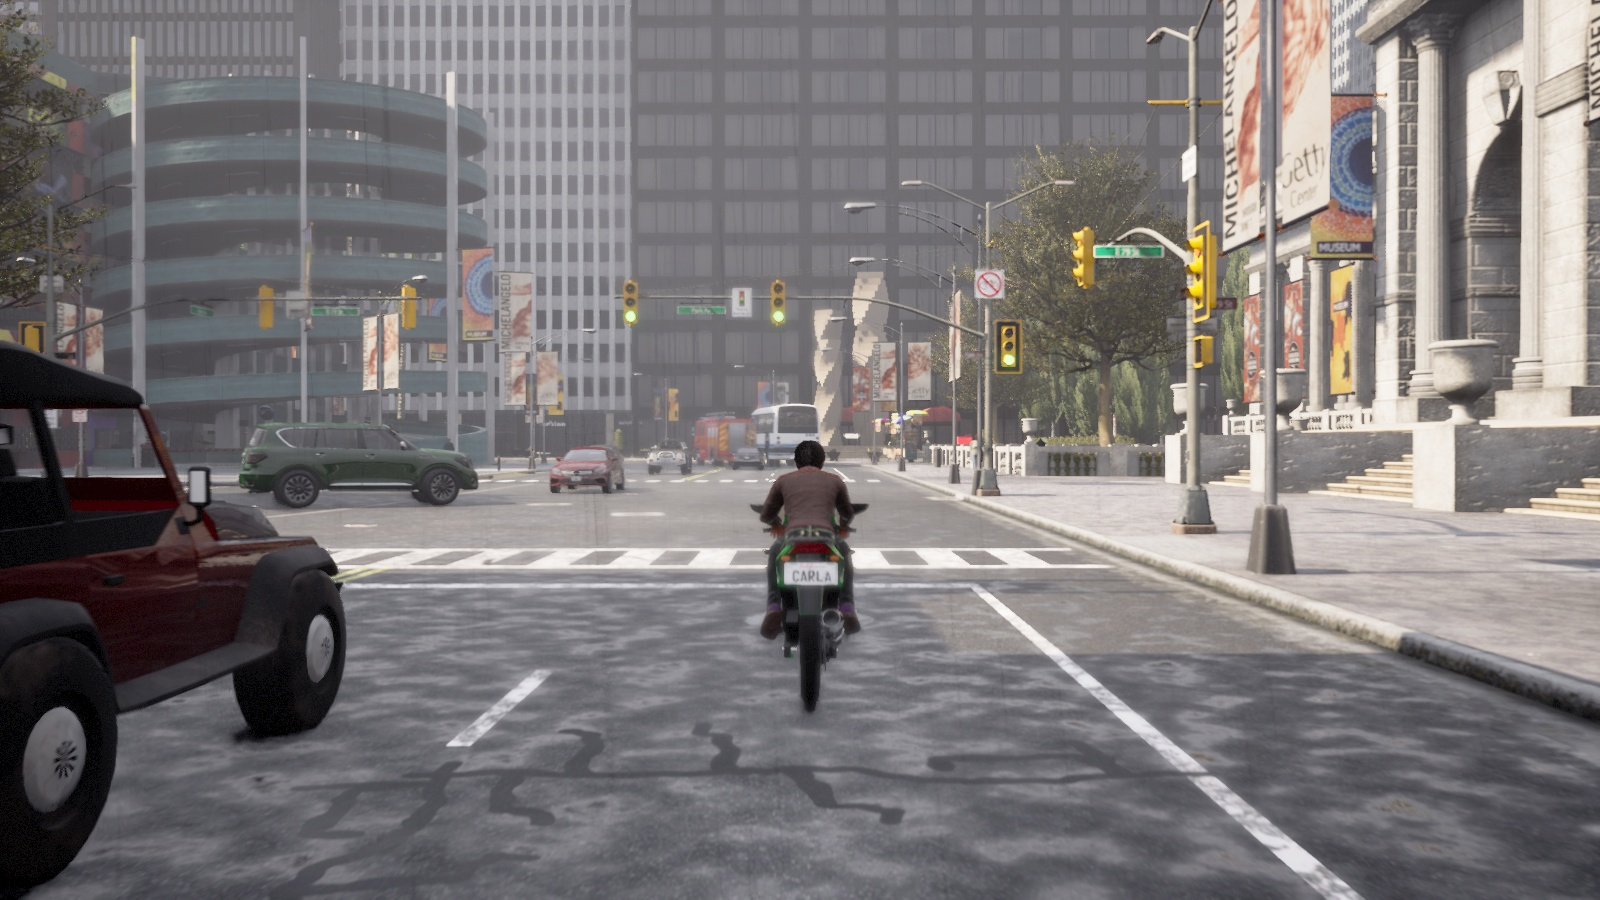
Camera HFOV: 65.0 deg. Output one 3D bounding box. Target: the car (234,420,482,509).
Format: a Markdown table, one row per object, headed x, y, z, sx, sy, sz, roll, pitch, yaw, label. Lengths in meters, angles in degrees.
| x | y | z | sx | sy | sz | roll | pitch | yaw | label |
| --- | --- | --- | --- | --- | --- | --- | --- | --- | --- |
| -10.903 | 0.328 | 31.076 | 5.566 | 2.045 | 2.150 | 0 | 0 | -27 | car |

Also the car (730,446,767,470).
| x | y | z | sx | sy | sz | roll | pitch | yaw | label |
| --- | --- | --- | --- | --- | --- | --- | --- | --- | --- |
| -3.105 | 0.479 | 76.305 | 2.033 | 1.411 | 5.357 | 0 | 0 | 0 | car |

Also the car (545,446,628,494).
| x | y | z | sx | sy | sz | roll | pitch | yaw | label |
| --- | --- | --- | --- | --- | --- | --- | --- | --- | --- |
| -6.755 | 0.602 | 40.162 | 1.812 | 1.442 | 4.674 | 0 | 0 | 0 | car |

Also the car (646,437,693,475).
| x | y | z | sx | sy | sz | roll | pitch | yaw | label |
| --- | --- | --- | --- | --- | --- | --- | --- | --- | --- |
| -6.622 | 0.295 | 64.200 | 1.932 | 1.855 | 4.605 | 0 | 0 | 0 | car |

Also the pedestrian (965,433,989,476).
| x | y | z | sx | sy | sz | roll | pitch | yaw | label |
| --- | --- | --- | --- | --- | --- | --- | --- | --- | --- |
| 7.550 | 0.190 | 53.581 | 0.874 | 1.855 | 0.900 | 0 | 0 | 1 | pedestrian |

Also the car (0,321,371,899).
| x | y | z | sx | sy | sz | roll | pitch | yaw | label |
| --- | --- | --- | --- | --- | --- | --- | --- | --- | --- |
| -3.454 | 0.519 | 5.346 | 1.905 | 1.878 | 3.866 | 0 | 1 | 0 | car |

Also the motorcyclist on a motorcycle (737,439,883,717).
| x | y | z | sx | sy | sz | roll | pitch | yaw | label |
| --- | --- | --- | --- | --- | --- | --- | --- | --- | --- |
| 0.061 | 0.697 | 7.907 | 0.797 | 1.523 | 2.044 | 0 | 0 | 0 | motorcyclist on a motorcycle |

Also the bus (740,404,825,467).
| x | y | z | sx | sy | sz | roll | pitch | yaw | label |
| --- | --- | --- | --- | --- | --- | --- | --- | --- | --- |
| -1.379 | -0.998 | 89.664 | 3.944 | 4.253 | 10.273 | 0 | 0 | -13 | bus |

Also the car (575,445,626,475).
| x | y | z | sx | sy | sz | roll | pitch | yaw | label |
| --- | --- | --- | --- | --- | --- | --- | --- | --- | --- |
| -10.123 | 0.481 | 64.135 | 1.837 | 1.490 | 4.892 | 0 | 0 | 0 | car |

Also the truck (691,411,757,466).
| x | y | z | sx | sy | sz | roll | pitch | yaw | label |
| --- | --- | --- | --- | --- | --- | --- | --- | --- | --- |
| -5.636 | -0.796 | 91.322 | 2.891 | 3.827 | 8.468 | 0 | 0 | -17 | truck |
